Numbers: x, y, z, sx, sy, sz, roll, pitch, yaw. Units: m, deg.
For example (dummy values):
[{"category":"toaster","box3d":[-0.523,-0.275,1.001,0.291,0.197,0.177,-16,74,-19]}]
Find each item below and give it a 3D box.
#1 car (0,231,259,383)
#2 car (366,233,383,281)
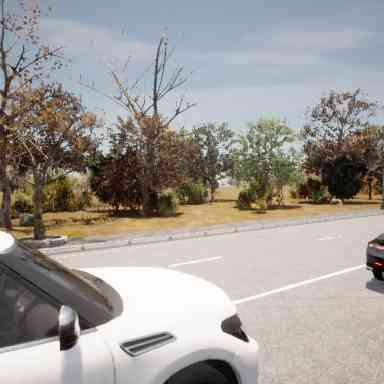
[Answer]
[{"category":"car","box3d":[-2.021,1.221,2.302,5.566,2.045,2.150,0,0,-36]},{"category":"car","box3d":[6.178,1.350,8.150,4.902,1.511,2.128,-1,1,-35]}]
